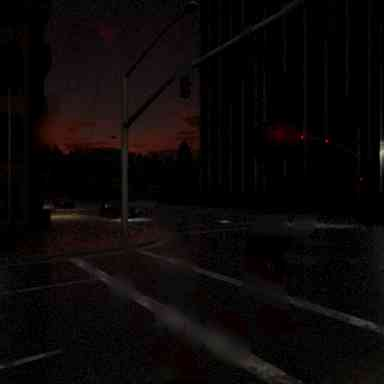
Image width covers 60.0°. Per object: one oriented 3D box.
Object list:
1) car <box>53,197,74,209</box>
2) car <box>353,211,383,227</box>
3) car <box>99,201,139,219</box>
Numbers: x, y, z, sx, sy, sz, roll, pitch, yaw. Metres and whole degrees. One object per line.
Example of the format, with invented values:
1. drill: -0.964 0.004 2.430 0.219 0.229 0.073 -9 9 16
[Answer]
1. car: -17.687 1.479 45.767 1.882 1.535 5.008 0 0 -34
2. car: 13.002 1.595 21.428 4.718 1.301 1.895 0 0 19
3. car: -6.635 1.543 29.568 2.033 1.411 5.357 0 0 -35
